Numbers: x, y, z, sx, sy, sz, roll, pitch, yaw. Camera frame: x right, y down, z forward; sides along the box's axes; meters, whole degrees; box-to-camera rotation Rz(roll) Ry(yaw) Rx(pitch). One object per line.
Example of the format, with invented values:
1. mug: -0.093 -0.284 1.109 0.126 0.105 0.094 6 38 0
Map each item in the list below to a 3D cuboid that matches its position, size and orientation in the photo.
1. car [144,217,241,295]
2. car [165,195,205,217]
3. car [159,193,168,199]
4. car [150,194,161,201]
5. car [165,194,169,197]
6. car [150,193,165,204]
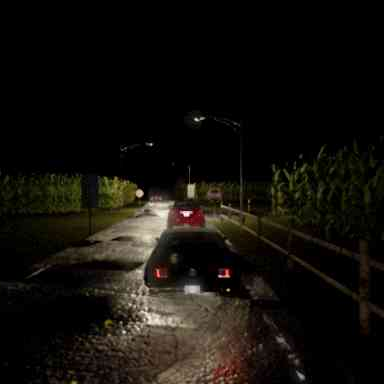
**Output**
1. car: -0.028 1.556 8.560 1.895 1.301 4.718 0 0 -1
2. car: -0.392 1.251 20.313 2.097 1.767 4.553 0 0 -2
3. car: -7.481 1.084 87.110 1.994 1.385 4.181 0 0 -10
4. car: -8.008 1.230 72.631 2.128 1.511 4.902 0 0 -8
5. car: -5.948 1.238 77.538 1.994 1.385 4.181 0 0 -9
6. car: -6.161 1.101 57.584 2.097 1.767 4.553 0 0 -6
